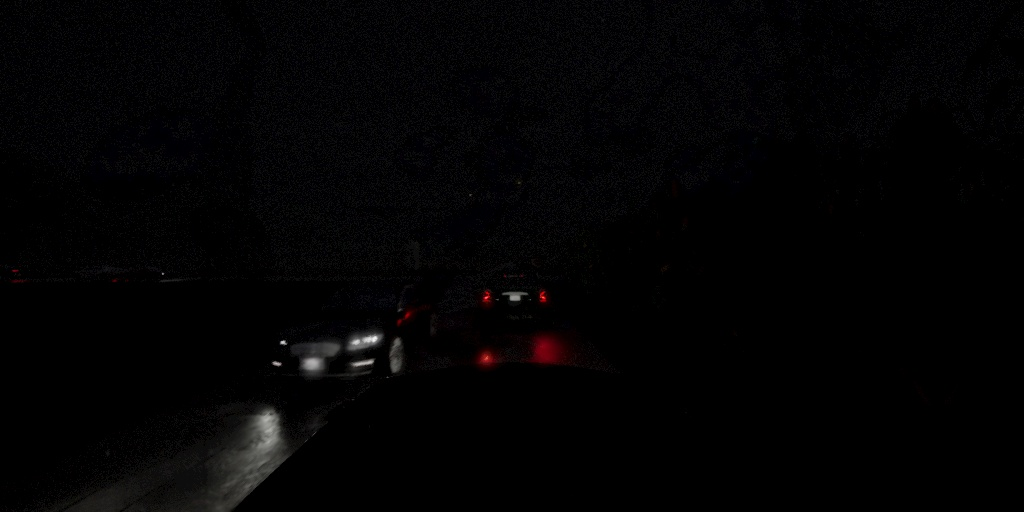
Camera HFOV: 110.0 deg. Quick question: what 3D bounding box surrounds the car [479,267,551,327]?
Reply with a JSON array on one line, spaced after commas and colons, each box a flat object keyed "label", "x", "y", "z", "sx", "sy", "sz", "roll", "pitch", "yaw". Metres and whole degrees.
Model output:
[{"label": "car", "x": 0.093, "y": 1.206, "z": 12.134, "sx": 2.097, "sy": 1.767, "sz": 4.553, "roll": 0, "pitch": 0, "yaw": 0}]

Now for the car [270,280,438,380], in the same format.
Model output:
[{"label": "car", "x": -2.846, "y": 1.297, "z": 7.558, "sx": 2.128, "sy": 1.511, "sz": 4.902, "roll": 0, "pitch": -1, "yaw": 0}]

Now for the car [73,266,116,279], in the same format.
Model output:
[{"label": "car", "x": -46.359, "y": 1.820, "z": 40.362, "sx": 4.674, "sy": 1.442, "sz": 1.812, "roll": -1, "pitch": 1, "yaw": 0}]

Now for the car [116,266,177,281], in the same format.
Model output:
[{"label": "car", "x": -37.870, "y": 1.797, "z": 37.510, "sx": 4.674, "sy": 1.442, "sz": 1.812, "roll": 0, "pitch": 1, "yaw": 0}]
